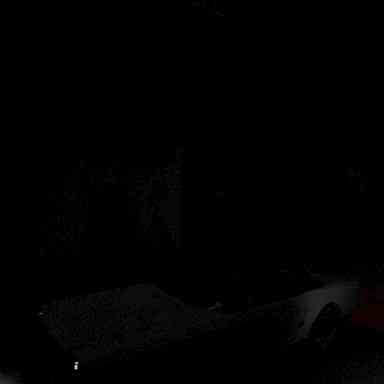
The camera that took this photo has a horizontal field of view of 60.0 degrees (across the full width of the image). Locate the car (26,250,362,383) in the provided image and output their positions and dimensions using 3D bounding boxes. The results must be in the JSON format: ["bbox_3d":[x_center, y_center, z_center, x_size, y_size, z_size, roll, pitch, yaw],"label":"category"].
[{"bbox_3d":[0.324,1.613,4.718,4.718,1.301,1.895,0,0,-36],"label":"car"}]
